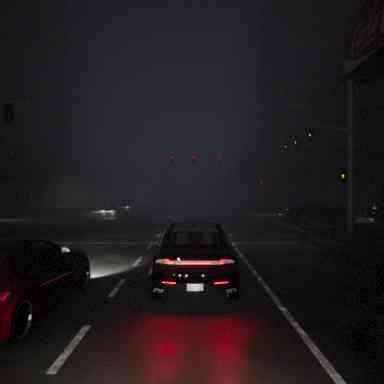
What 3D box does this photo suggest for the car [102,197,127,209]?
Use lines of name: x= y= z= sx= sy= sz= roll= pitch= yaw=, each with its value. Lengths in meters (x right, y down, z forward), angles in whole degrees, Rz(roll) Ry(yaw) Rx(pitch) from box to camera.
car: x=-10.588 y=1.491 z=44.369 sx=2.128 sy=1.511 sz=4.902 roll=0 pitch=0 yaw=0

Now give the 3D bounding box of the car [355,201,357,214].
car: x=14.807 y=1.491 z=33.024 sx=4.902 sy=1.511 sz=2.128 roll=0 pitch=0 yaw=0

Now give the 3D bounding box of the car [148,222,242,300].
car: x=0.068 y=1.492 z=8.372 sx=2.128 sy=1.511 sz=4.902 roll=0 pitch=0 yaw=0

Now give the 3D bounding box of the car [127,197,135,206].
car: x=-10.574 y=1.547 z=54.112 sx=2.033 sy=1.411 sz=5.357 roll=0 pitch=0 yaw=0

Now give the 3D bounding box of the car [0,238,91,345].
car: x=-3.442 y=1.564 z=6.395 sx=1.994 sy=1.385 sz=4.181 roll=0 pitch=0 yaw=0

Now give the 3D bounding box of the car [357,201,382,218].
car: x=17.704 y=1.352 z=29.537 sx=4.553 sy=1.767 sz=2.097 roll=0 pitch=0 yaw=0

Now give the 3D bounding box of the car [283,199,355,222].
car: x=9.588 y=1.505 z=25.793 sx=4.892 sy=1.490 sz=1.837 roll=0 pitch=0 yaw=0

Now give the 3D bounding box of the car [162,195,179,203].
car: x=-4.599 y=1.326 z=70.581 sx=2.097 sy=1.767 sz=4.553 roll=0 pitch=0 yaw=-27
